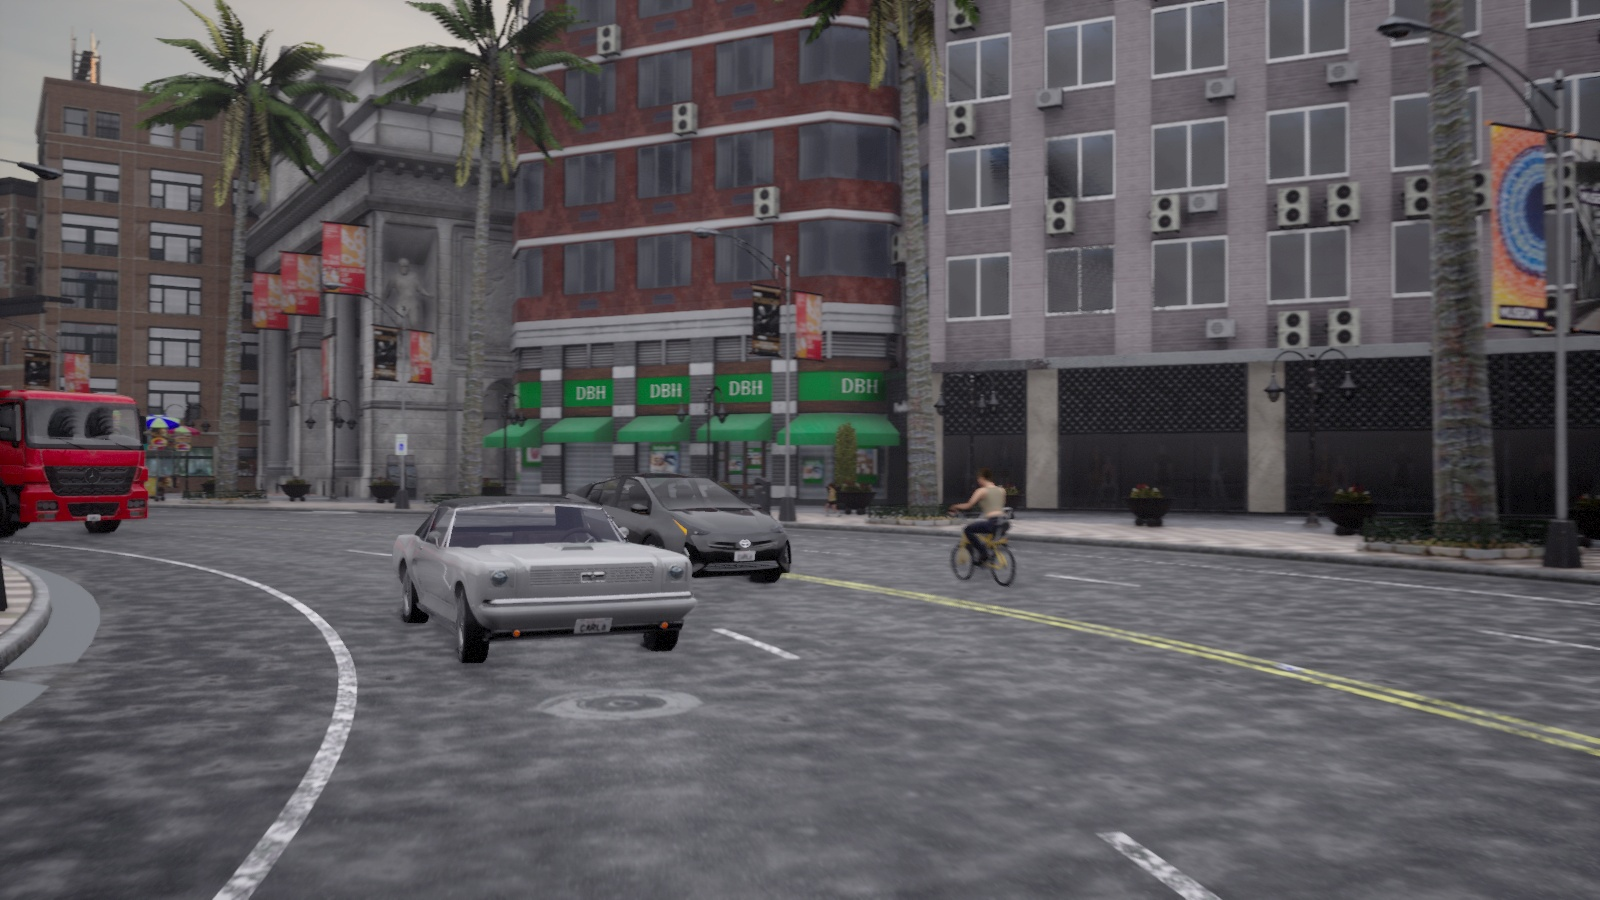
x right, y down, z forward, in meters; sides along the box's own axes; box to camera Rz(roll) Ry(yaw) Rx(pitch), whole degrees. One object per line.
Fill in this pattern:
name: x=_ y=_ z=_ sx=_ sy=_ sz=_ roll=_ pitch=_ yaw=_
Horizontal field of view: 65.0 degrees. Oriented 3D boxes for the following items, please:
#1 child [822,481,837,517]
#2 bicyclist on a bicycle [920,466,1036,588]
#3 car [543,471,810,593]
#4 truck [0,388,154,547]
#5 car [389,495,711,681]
child: x=0.896 y=1.490 z=38.365 sx=0.394 sy=1.110 sz=0.255 roll=-1 pitch=-1 yaw=38
bicyclist on a bicycle: x=2.454 y=1.032 z=17.506 sx=0.866 sy=1.612 sz=1.509 roll=0 pitch=-1 yaw=-27
car: x=-1.934 y=1.077 z=18.201 sx=2.007 sy=1.525 sz=4.514 roll=0 pitch=-1 yaw=-33
truck: x=-19.522 y=0.449 z=30.593 sx=7.936 sy=3.462 sz=2.891 roll=-1 pitch=-1 yaw=30
car: x=-2.604 y=1.130 z=11.975 sx=1.895 sy=1.301 sz=4.718 roll=0 pitch=-1 yaw=-26
